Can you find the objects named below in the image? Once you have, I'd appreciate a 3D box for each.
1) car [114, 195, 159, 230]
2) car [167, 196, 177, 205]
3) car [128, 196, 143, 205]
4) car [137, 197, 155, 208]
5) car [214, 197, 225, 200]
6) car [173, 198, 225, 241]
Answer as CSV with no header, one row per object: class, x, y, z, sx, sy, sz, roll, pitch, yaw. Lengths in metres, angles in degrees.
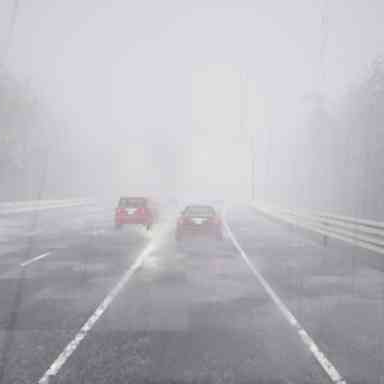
car,-3.404,1.230,21.226,2.150,2.045,5.566,0,0,0
car,-3.410,1.527,59.566,1.837,1.490,4.892,0,0,0
car,-10.411,1.499,61.343,1.882,1.535,5.008,0,0,0
car,-6.909,1.565,50.480,2.033,1.411,5.357,0,0,0
car,4.502,1.579,56.583,1.837,1.490,4.892,-1,-1,10
car,0.397,1.358,16.948,2.097,1.767,4.553,0,0,2
